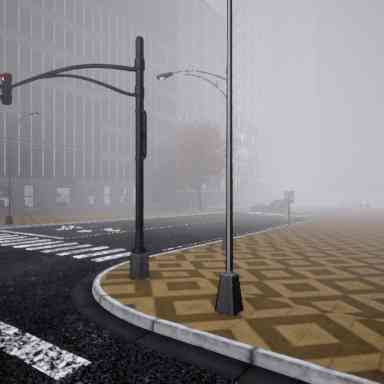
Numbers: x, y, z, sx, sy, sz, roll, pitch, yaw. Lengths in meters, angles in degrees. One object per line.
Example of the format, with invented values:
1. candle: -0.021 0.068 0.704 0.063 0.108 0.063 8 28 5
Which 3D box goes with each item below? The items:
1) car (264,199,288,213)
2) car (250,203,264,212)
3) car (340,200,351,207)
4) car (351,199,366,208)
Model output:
1. car: 13.776 2.158 52.262 2.150 2.045 5.566 0 -1 33
2. car: 11.061 2.497 54.048 1.994 1.385 4.181 0 -1 33
3. car: 39.560 3.205 86.117 2.033 1.411 5.357 0 -1 33
4. car: 42.288 3.147 84.351 1.882 1.535 5.008 0 -1 33
